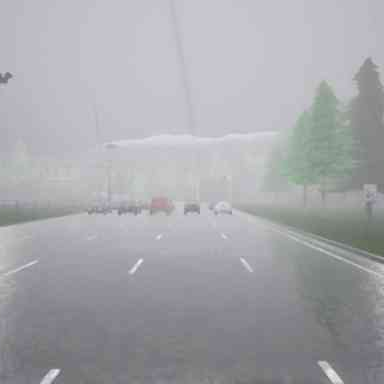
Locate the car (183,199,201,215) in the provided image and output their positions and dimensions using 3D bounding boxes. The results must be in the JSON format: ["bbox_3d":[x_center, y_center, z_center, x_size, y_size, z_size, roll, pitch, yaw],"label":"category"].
[{"bbox_3d":[0.016,1.833,39.147,1.837,1.490,4.892,0,0,0],"label":"car"}]

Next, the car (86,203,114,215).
[{"bbox_3d":[-10.494,1.921,38.187,1.895,1.301,4.718,0,0,0],"label":"car"}]

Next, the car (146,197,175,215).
[{"bbox_3d":[-3.496,1.538,37.733,2.150,2.045,5.566,0,0,0],"label":"car"}]

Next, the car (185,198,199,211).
[{"bbox_3d":[0.010,1.764,49.248,2.097,1.767,4.553,0,0,0],"label":"car"}]

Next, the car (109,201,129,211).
[{"bbox_3d":[-10.491,1.967,48.100,1.994,1.385,4.181,0,0,0],"label":"car"}]

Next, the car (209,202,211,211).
[{"bbox_3d":[3.501,1.970,48.498,1.994,1.385,4.181,0,0,1],"label":"car"}]

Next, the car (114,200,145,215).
[{"bbox_3d":[-6.998,1.669,37.823,2.097,1.767,4.553,0,0,0],"label":"car"}]

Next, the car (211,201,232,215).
[{"bbox_3d":[3.507,1.846,38.204,1.812,1.442,4.674,0,0,0],"label":"car"}]
